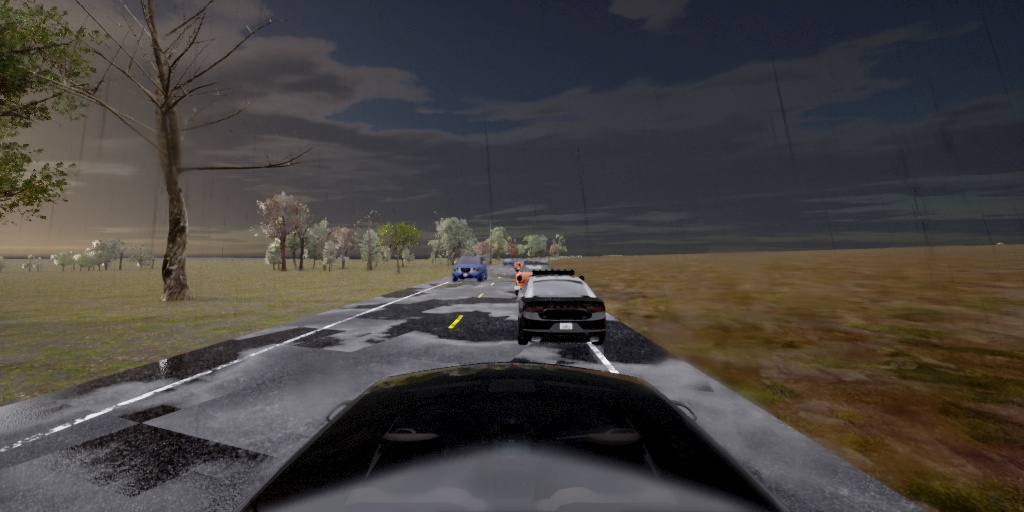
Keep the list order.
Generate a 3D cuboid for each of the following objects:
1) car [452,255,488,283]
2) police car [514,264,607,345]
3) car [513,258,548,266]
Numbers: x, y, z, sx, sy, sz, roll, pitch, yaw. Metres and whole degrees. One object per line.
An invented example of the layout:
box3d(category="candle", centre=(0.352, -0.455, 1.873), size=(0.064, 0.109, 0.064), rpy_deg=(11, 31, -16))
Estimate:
box3d(category="car", centre=(-3.165, 0.971, 27.872), size=(2.150, 2.045, 5.566), rpy_deg=(0, 0, 2))
box3d(category="police car", centre=(1.089, 1.175, 9.626), size=(1.930, 1.638, 5.238), rpy_deg=(0, 0, 1))
box3d(category="car", centre=(1.246, 1.101, 19.451), size=(2.097, 1.767, 4.553), rpy_deg=(0, 0, 1))
